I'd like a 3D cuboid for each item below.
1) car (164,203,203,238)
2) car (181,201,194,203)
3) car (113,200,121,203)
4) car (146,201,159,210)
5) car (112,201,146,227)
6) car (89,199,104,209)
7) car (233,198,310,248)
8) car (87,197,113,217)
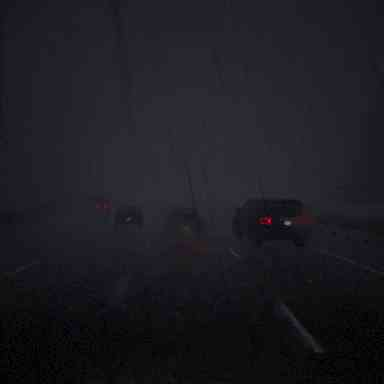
[{"bbox_3d":[-0.517,1.637,18.812,2.128,1.511,4.902,0,0,-6],"label":"car"},{"bbox_3d":[-0.687,1.875,43.265,2.033,1.411,5.357,0,0,-16],"label":"car"},{"bbox_3d":[-13.252,2.101,59.135,1.812,1.442,4.674,0,0,-21],"label":"car"},{"bbox_3d":[-6.303,2.038,50.235,1.895,1.301,4.718,0,0,-17],"label":"car"},{"bbox_3d":[-4.656,1.712,25.010,1.882,1.535,5.008,0,0,-8],"label":"car"},{"bbox_3d":[-16.823,2.100,58.562,2.128,1.511,4.902,0,0,-21],"label":"car"},{"bbox_3d":[3.441,1.301,15.417,2.150,2.045,5.566,0,0,-5],"label":"car"},{"bbox_3d":[-10.021,1.591,35.945,2.150,2.045,5.566,0,-1,-12],"label":"car"}]
